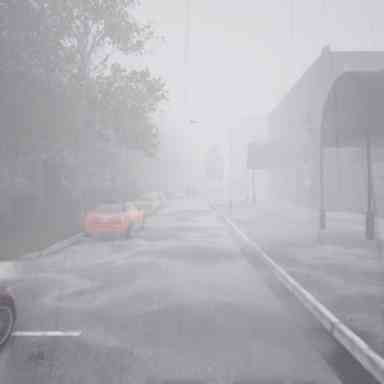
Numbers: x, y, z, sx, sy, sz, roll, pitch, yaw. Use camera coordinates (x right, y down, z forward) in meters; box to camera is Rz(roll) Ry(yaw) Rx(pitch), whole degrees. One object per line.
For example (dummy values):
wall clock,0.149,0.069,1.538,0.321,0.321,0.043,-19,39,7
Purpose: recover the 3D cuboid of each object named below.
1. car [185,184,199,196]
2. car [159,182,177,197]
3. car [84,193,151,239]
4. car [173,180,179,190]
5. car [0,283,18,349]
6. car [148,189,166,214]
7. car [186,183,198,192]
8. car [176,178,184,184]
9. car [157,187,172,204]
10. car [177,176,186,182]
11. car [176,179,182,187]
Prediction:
car,-0.004,-0.245,49.343,1.882,1.535,5.008,0,3,0
car,-3.658,-0.072,44.318,2.185,1.767,4.553,0,3,2
car,-3.629,1.151,16.451,2.185,1.767,4.553,2,1,2
car,-3.659,-0.401,49.880,2.185,1.767,4.553,0,3,2
car,-3.652,1.511,3.194,2.002,1.452,4.674,0,0,2
car,-3.633,0.907,27.470,1.946,1.575,5.366,1,2,2
car,-0.005,-0.797,59.809,2.033,1.411,5.357,0,3,0
car,-3.658,-1.914,77.755,2.163,1.488,4.792,0,3,2
car,-3.637,0.669,33.205,2.231,1.521,4.892,1,3,2
car,-3.661,-2.957,94.401,2.097,1.535,5.008,0,3,2
car,-3.651,-1.286,66.787,1.946,1.575,5.366,0,3,2
